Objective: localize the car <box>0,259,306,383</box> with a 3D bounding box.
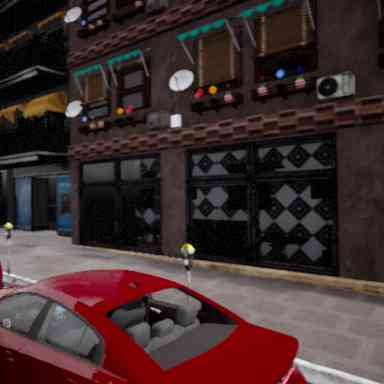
[{"bbox_3d":[-1.144,1.527,3.563,4.507,1.381,1.887,0,-1,36],"label":"car"}]
